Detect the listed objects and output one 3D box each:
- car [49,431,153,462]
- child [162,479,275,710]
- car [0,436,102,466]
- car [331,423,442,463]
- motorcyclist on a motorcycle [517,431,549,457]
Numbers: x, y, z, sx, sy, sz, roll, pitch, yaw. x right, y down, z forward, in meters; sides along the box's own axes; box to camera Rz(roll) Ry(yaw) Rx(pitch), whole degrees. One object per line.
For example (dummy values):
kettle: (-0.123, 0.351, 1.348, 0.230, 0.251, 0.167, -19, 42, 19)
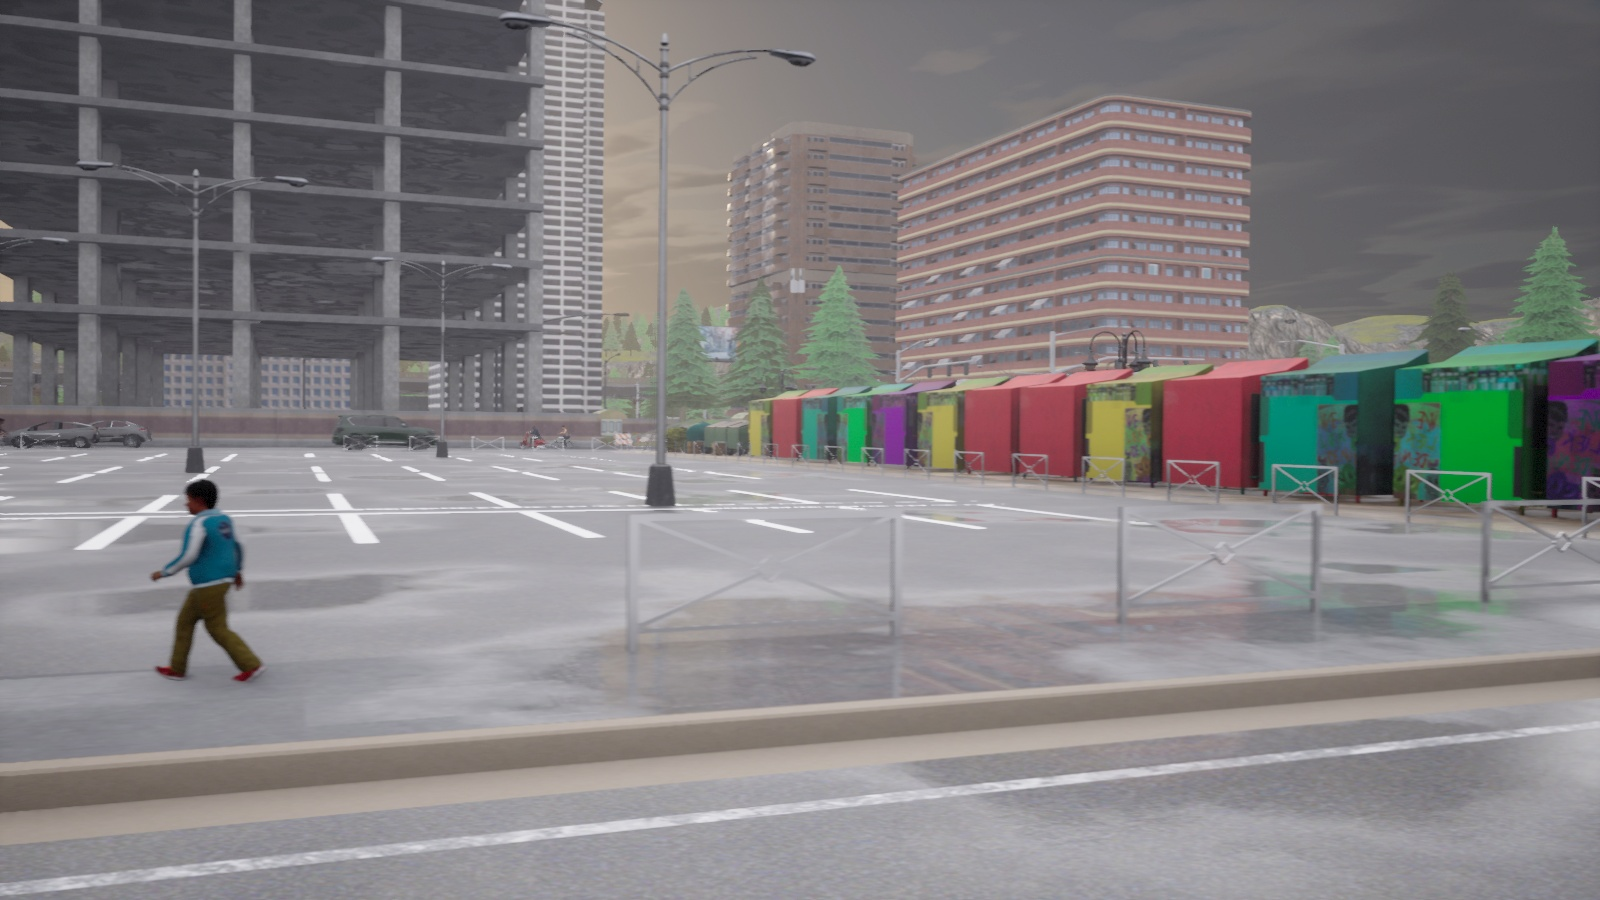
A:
car: (-40.297, -0.224, 72.579, 5.027, 1.651, 2.152, -1, 1, -23)
child: (-3.125, 0.760, 6.767, 0.448, 1.192, 0.343, -1, 1, -6)
car: (-40.807, 0.015, 68.576, 4.514, 1.525, 2.007, -1, 1, -23)
car: (-22.584, -0.410, 68.595, 5.566, 2.045, 2.150, -1, 1, -23)
motorcyclist on a motorcycle: (-16.708, -0.403, 78.634, 1.817, 1.590, 0.866, -1, 1, -23)
